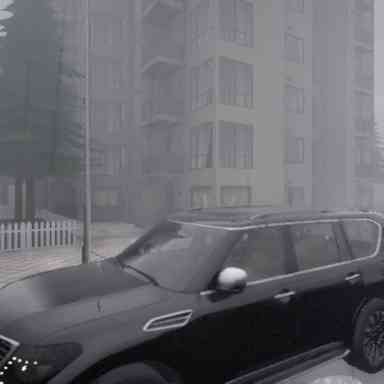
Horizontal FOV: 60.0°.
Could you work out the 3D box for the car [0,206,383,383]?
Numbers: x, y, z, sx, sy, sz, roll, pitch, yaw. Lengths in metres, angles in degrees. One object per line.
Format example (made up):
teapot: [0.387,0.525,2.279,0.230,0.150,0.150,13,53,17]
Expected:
car: [0.473,1.227,4.246,5.566,2.045,2.150,1,0,-31]
